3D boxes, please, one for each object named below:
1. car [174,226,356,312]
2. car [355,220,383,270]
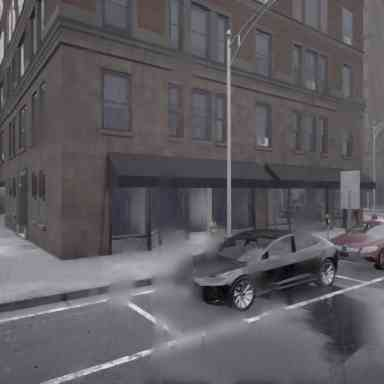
[{"bbox_3d":[1.644,1.566,7.709,4.313,1.339,1.947,0,0,-36],"label":"car"},{"bbox_3d":[6.122,1.582,10.905,4.206,1.307,1.802,0,0,-36],"label":"car"}]
